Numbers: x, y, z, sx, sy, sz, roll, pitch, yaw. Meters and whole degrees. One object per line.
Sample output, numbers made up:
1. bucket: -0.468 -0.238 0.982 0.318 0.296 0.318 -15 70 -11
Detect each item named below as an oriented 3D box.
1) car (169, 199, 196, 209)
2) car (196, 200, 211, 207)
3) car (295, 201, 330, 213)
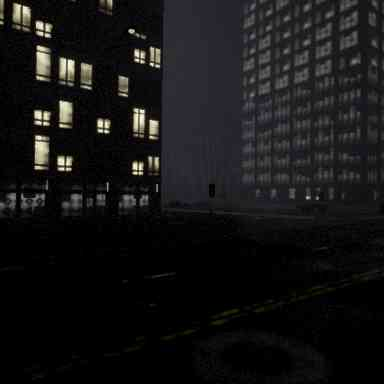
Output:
1. car: -1.791 1.754 50.497 1.967 1.590 4.097 0 -1 -36
2. car: 1.642 2.075 59.991 1.947 1.339 4.313 0 -1 -36
3. car: 15.079 1.839 41.859 2.008 1.369 4.403 0 -1 -36
